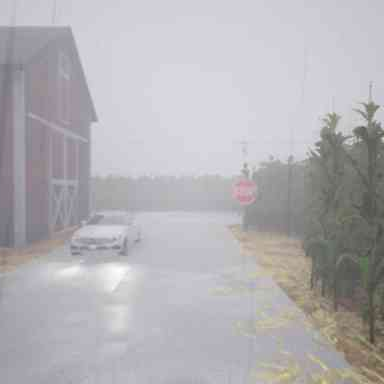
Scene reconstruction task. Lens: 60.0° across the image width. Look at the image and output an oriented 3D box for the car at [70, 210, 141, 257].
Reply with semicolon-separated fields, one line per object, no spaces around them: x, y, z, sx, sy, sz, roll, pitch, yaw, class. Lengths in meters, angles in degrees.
-3.139;1.468;12.945;1.812;1.442;4.674;0;0;1;car
